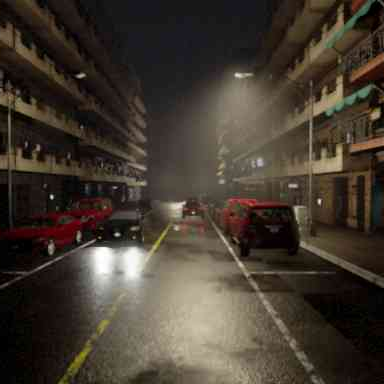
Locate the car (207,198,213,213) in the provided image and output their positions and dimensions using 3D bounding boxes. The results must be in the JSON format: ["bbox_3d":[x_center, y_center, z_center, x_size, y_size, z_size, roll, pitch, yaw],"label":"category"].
[{"bbox_3d":[2.646,1.524,30.032,1.887,1.381,4.507,-1,0,0],"label":"car"}]

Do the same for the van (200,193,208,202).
[{"bbox_3d":[2.677,1.259,75.348,1.690,1.788,3.998,-1,0,0],"label":"van"}]

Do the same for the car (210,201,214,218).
[{"bbox_3d":[2.646,1.551,24.367,1.947,1.339,4.313,-1,0,0],"label":"car"}]

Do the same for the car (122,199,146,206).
[{"bbox_3d":[-5.702,1.524,29.973,1.887,1.381,4.507,-1,0,0],"label":"car"}]

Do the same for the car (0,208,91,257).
[{"bbox_3d":[-5.702,1.538,12.980,1.887,1.381,4.507,-1,0,0],"label":"car"}]

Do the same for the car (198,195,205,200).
[{"bbox_3d":[2.682,1.465,92.342,1.802,1.307,4.206,-1,0,0],"label":"car"}]

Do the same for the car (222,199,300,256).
[{"bbox_3d":[2.641,1.309,13.038,2.192,1.841,5.009,-1,0,0],"label":"car"}]

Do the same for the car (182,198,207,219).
[{"bbox_3d":[0.102,1.506,29.015,1.812,1.442,4.674,0,0,0],"label":"car"}]

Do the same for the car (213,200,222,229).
[{"bbox_3d":[2.641,1.305,18.703,2.192,1.841,5.009,-1,0,0],"label":"car"}]

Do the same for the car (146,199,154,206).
[{"bbox_3d":[-5.701,1.532,41.304,1.947,1.339,4.313,-1,0,0],"label":"car"}]

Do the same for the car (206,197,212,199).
[{"bbox_3d":[2.652,1.539,35.696,1.947,1.339,4.313,-1,0,0],"label":"car"}]

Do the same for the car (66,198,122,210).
[{"bbox_3d":[-5.706,1.304,18.643,2.192,1.841,5.009,-1,0,0],"label":"car"}]

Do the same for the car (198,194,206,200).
[{"bbox_3d":[2.679,1.335,86.678,1.967,1.590,4.097,-1,0,0],"label":"car"}]

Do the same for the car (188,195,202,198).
[{"bbox_3d":[0.101,1.465,45.946,1.837,1.490,4.892,0,0,0],"label":"car"}]

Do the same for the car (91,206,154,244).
[{"bbox_3d":[-3.087,1.555,15.673,1.994,1.385,4.181,0,0,0],"label":"car"}]

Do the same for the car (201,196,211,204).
[{"bbox_3d":[2.680,1.519,64.019,1.802,1.307,4.206,-1,0,0],"label":"car"}]

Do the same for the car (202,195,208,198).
[{"bbox_3d":[2.682,1.519,52.689,1.947,1.339,4.313,-1,0,0],"label":"car"}]

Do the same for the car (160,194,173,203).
[{"bbox_3d":[-5.700,1.479,69.628,2.008,1.369,4.403,-1,0,0],"label":"car"}]
